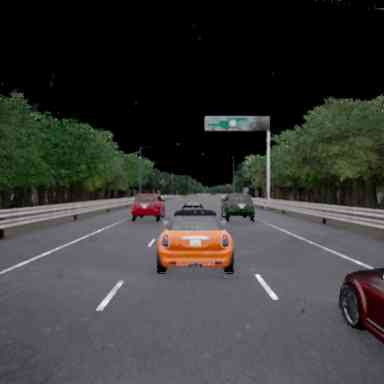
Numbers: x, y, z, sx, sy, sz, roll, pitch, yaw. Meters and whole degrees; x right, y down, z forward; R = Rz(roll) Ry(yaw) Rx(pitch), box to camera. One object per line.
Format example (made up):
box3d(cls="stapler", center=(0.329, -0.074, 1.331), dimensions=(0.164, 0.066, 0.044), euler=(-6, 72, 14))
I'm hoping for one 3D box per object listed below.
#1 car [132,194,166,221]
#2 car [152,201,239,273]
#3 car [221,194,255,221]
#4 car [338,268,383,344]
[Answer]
box3d(cls="car", center=(-3.410, 1.173, 26.749), dimensions=(2.150, 2.045, 5.566), euler=(0, 0, 0))
box3d(cls="car", center=(0.090, 1.329, 10.753), dimensions=(2.097, 1.767, 4.553), euler=(0, 0, 0))
box3d(cls="car", center=(3.580, 1.173, 26.613), dimensions=(2.150, 2.045, 5.566), euler=(0, 0, 0))
box3d(cls="car", center=(3.588, 1.555, 4.228), dimensions=(1.994, 1.385, 4.181), euler=(0, 0, 0))
